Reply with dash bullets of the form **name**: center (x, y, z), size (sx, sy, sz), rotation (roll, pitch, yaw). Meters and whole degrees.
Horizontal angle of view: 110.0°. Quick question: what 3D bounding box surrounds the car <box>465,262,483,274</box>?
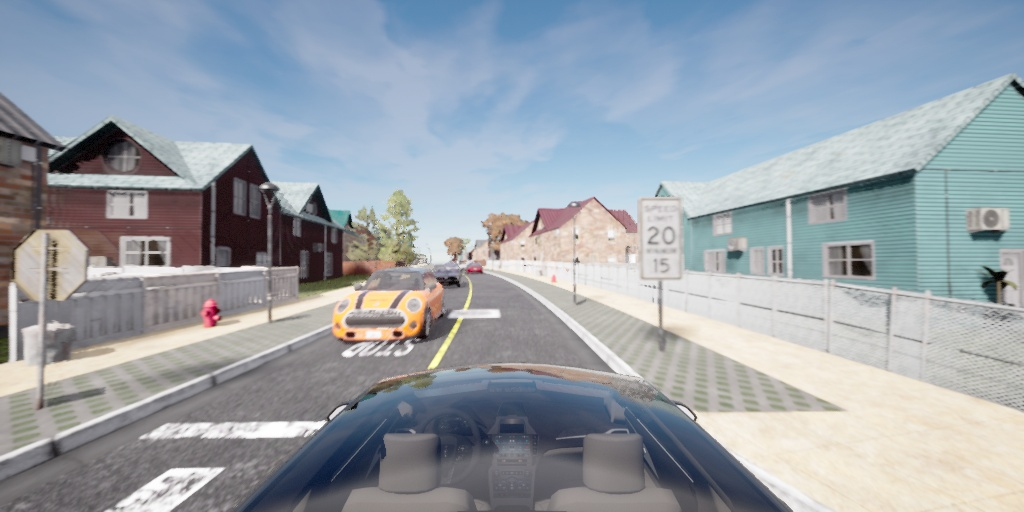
- **car**: center (-4.641, 1.463, 43.803), size (1.994, 1.385, 4.181), rotation (0, 0, -11)

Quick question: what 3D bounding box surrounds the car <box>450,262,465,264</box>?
- **car**: center (-6.479, 1.418, 38.483), size (2.033, 1.411, 5.357), rotation (0, 0, -10)

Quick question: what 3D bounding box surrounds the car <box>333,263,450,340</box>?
- **car**: center (-3.144, 1.129, 10.044), size (2.097, 1.767, 4.553), rotation (0, 0, -4)

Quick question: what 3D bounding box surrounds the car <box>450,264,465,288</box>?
- **car**: center (-4.359, 1.420, 24.453), size (1.895, 1.301, 4.718), rotation (0, 0, -7)
